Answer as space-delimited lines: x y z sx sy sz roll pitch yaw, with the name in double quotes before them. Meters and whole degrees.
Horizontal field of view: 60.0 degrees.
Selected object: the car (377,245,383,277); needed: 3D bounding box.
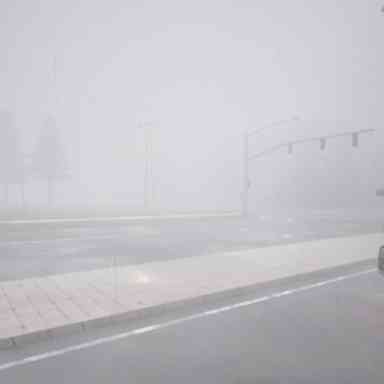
"car" 6.643 1.559 8.508 4.902 1.511 2.128 0 0 -36
